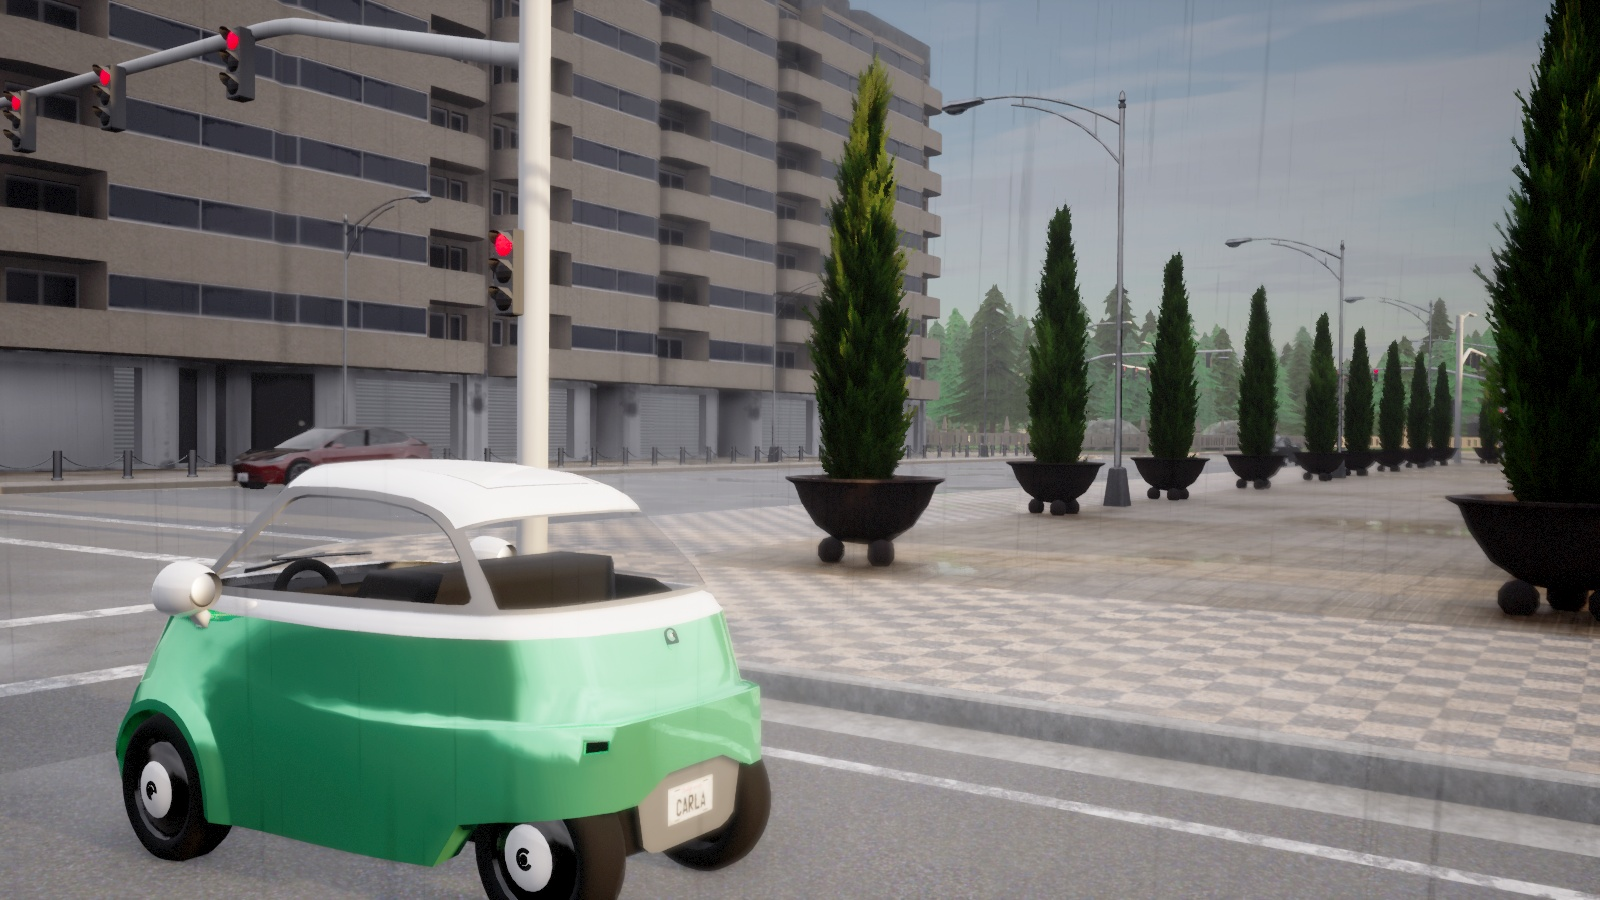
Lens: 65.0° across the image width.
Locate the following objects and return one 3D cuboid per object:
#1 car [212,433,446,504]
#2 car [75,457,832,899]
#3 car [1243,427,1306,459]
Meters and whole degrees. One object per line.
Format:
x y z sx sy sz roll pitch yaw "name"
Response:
-10.974 0.371 29.625 2.163 1.488 4.792 0 1 34 "car"
-1.218 0.737 4.433 2.207 1.376 1.481 0 1 34 "car"
23.316 -0.371 61.591 1.837 1.490 4.892 0 1 34 "car"
